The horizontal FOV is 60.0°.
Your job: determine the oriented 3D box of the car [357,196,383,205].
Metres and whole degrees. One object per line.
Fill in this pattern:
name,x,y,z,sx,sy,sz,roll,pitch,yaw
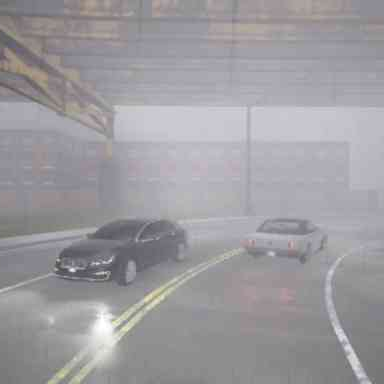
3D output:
car,33.123,1.593,60.812,2.038,1.542,4.974,0,0,-34

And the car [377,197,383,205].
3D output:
car,33.153,1.435,60.770,1.853,1.218,4.536,0,0,-34

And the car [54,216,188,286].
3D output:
car,-1.716,1.507,9.671,1.837,1.490,4.892,-1,0,24

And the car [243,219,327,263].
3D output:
car,3.626,1.620,12.182,1.895,1.301,4.718,0,0,32
